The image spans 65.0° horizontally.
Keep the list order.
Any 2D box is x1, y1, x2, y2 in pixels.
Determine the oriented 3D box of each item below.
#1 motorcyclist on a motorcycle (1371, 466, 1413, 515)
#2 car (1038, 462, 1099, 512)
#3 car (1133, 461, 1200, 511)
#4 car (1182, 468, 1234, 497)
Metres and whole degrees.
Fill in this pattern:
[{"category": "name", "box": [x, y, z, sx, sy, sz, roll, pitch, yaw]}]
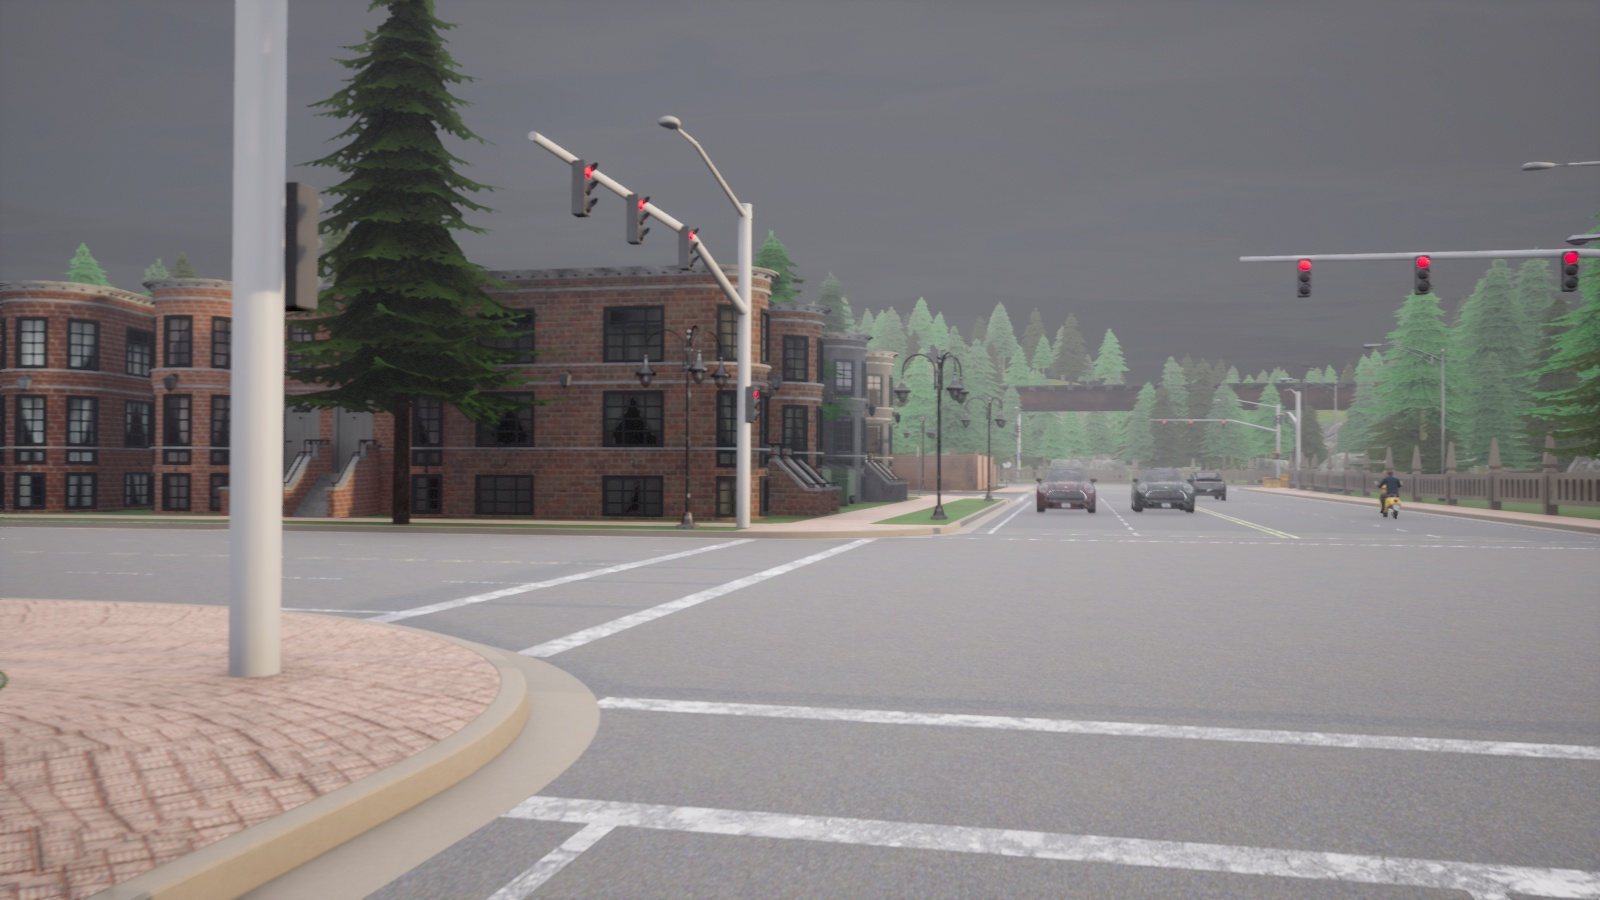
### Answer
[{"category": "motorcyclist on a motorcycle", "box": [19.634, 1.322, 41.661, 0.866, 1.590, 1.817, 0, -1, 12]}, {"category": "car", "box": [9.900, 1.331, 46.294, 2.097, 1.767, 4.553, 0, -1, 12]}, {"category": "car", "box": [13.640, 1.328, 47.006, 2.097, 1.767, 4.553, 0, -1, 12]}, {"category": "car", "box": [21.445, 1.687, 66.237, 2.128, 1.511, 4.902, 0, -1, 12]}]
